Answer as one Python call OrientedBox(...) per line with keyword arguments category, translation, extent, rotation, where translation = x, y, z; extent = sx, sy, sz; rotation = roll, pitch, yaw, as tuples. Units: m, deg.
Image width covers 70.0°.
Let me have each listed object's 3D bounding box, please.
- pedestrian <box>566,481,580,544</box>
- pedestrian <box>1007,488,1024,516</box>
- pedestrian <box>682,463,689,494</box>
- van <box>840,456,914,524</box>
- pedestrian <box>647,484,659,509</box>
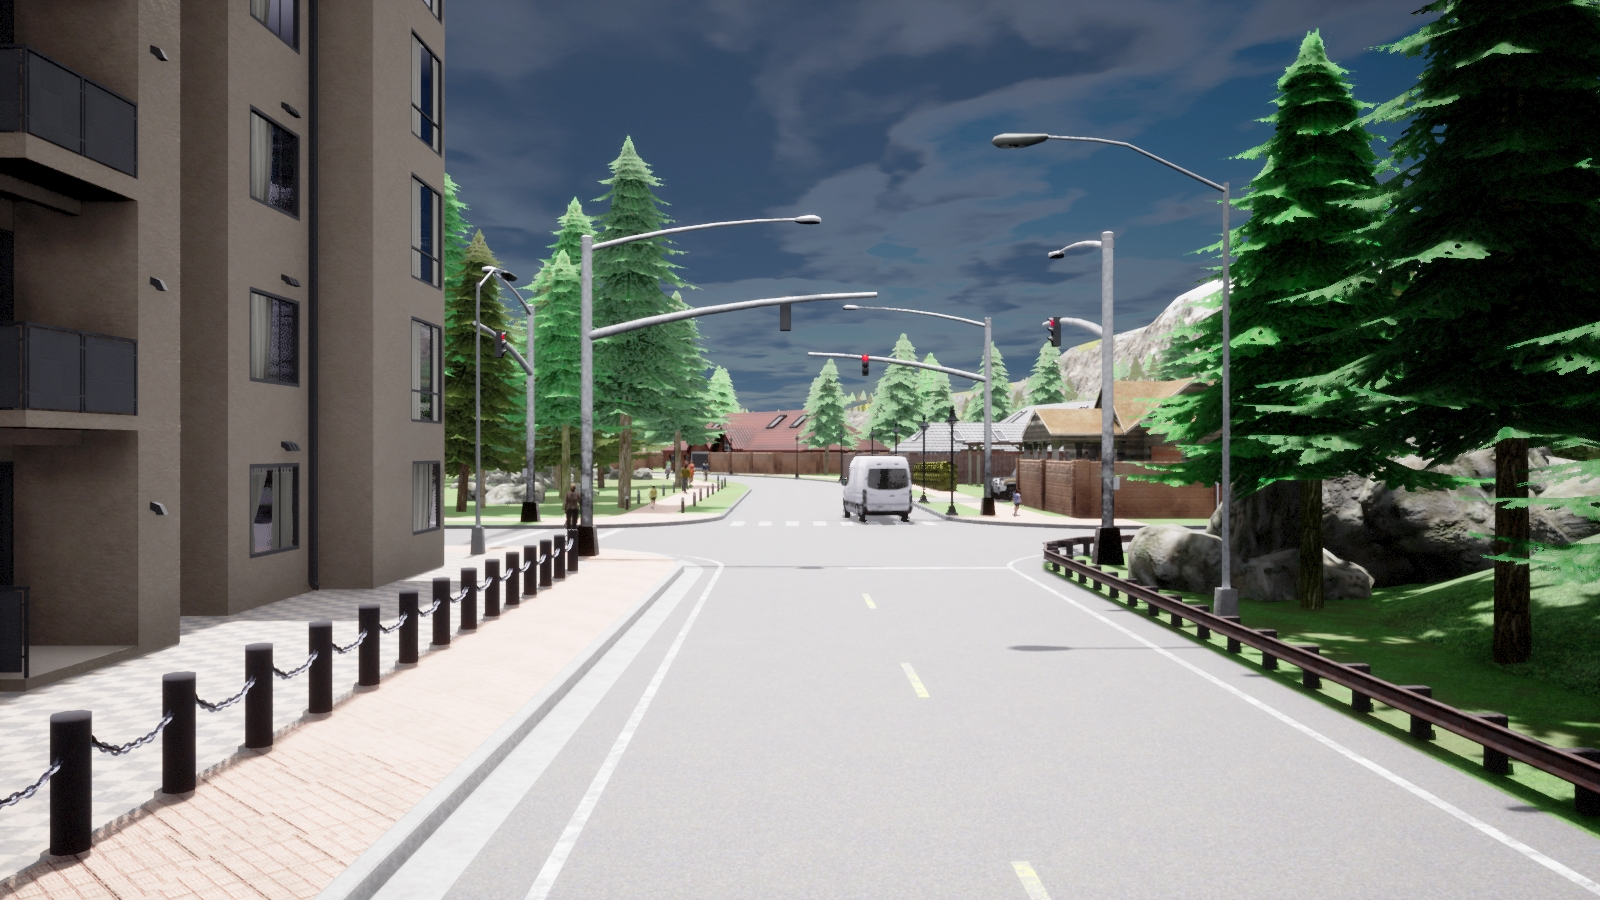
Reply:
OrientedBox(category="pedestrian", translation=(-6.771, 1.851, 34.117), extent=(0.375, 1.860, 0.375), rotation=(0, 0, -5))
OrientedBox(category="pedestrian", translation=(8.649, 2.076, 45.796), extent=(0.500, 1.100, 0.500), rotation=(0, 0, 42))
OrientedBox(category="pedestrian", translation=(-6.895, 1.705, 68.732), extent=(0.375, 1.860, 0.375), rotation=(0, 0, -1))
OrientedBox(category="van", translation=(3.043, 1.531, 46.426), extent=(1.988, 2.561, 5.915), rotation=(0, 0, -6))
OrientedBox(category="pedestrian", translation=(-6.528, 2.074, 50.811), extent=(0.500, 1.100, 0.500), rotation=(0, 0, -1))
